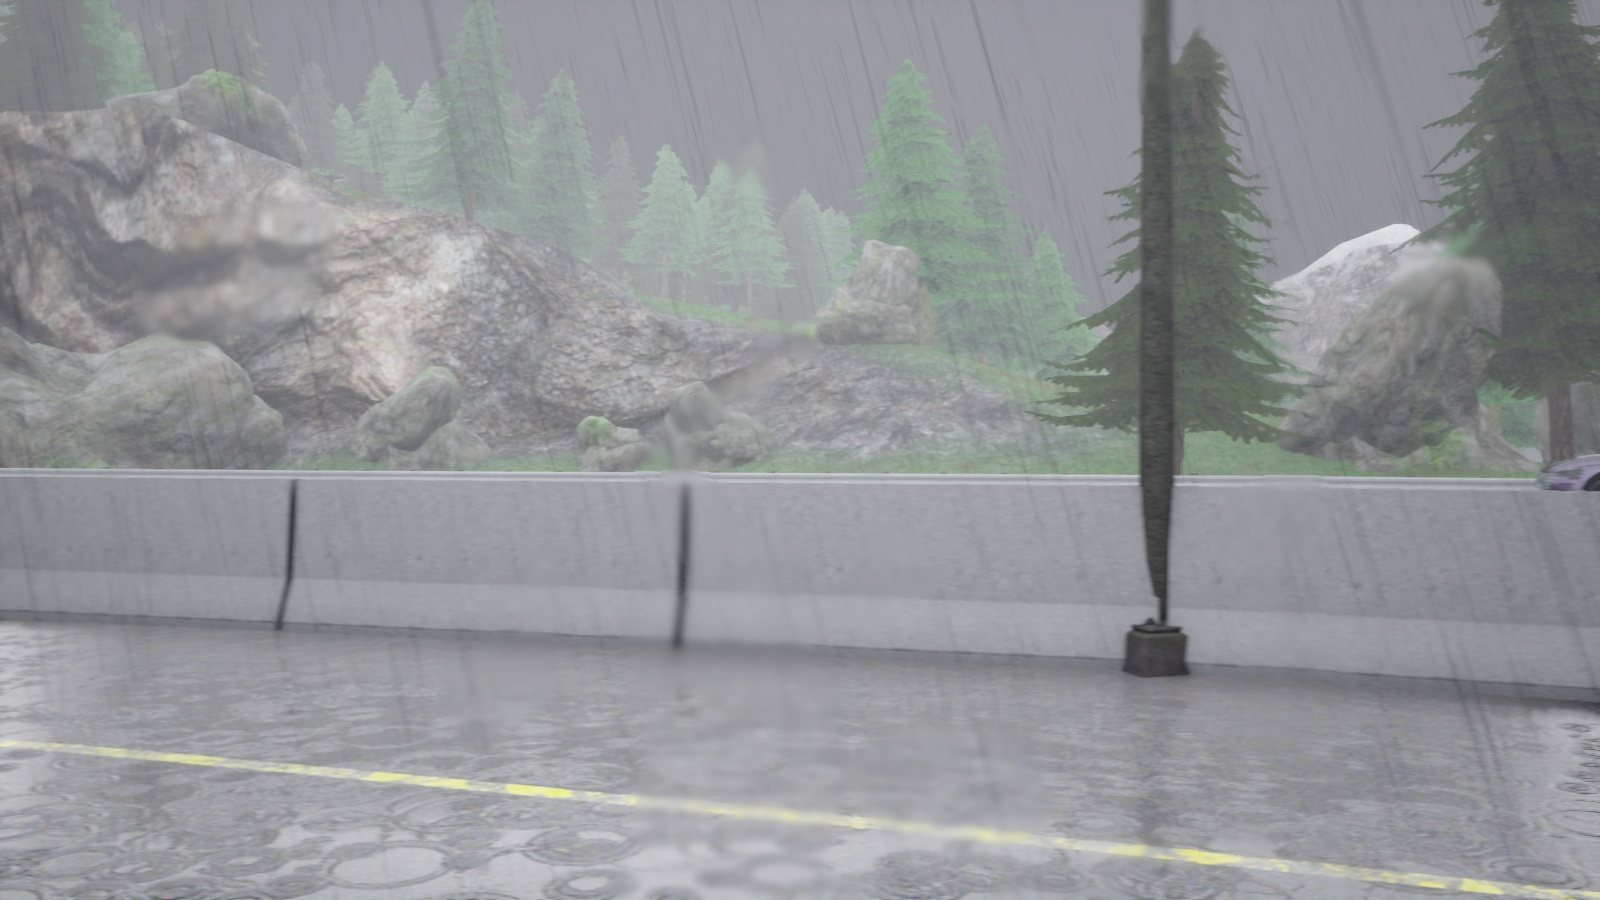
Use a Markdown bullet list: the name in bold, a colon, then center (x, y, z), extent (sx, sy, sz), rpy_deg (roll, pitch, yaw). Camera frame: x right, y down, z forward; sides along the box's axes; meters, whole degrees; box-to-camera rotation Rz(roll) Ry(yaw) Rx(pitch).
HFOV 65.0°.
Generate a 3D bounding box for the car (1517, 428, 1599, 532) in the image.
- **car**: center (14.518, 0.476, 20.265), extent (4.856, 1.649, 2.033), rpy_deg (1, 1, 22)
